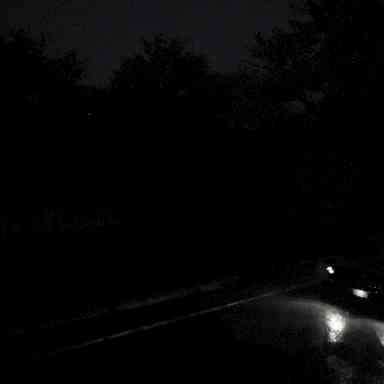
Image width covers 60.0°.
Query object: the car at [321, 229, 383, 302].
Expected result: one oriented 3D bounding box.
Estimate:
[{"bbox_3d":[5.327,1.496,7.789,5.357,1.411,2.033,0,0,-35],"label":"car"}]
